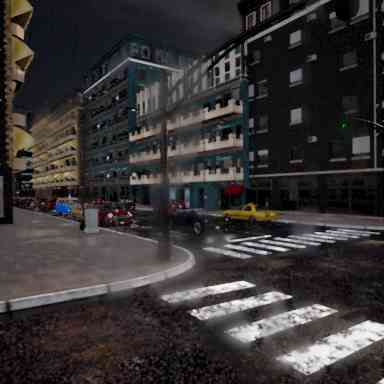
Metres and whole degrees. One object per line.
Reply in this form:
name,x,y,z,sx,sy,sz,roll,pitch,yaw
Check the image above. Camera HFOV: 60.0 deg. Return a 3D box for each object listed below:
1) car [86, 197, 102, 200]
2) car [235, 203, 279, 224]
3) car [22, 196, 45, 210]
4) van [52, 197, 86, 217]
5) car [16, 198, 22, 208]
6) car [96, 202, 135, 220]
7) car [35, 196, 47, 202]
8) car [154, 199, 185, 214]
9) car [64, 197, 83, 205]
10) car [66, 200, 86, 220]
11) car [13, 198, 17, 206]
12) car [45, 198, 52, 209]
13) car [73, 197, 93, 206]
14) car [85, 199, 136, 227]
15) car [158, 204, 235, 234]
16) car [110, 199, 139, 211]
car,-15.073,1.498,51.328,1.967,1.590,4.097,-1,1,-35
car,4.108,1.494,24.431,1.752,1.417,4.829,-1,1,-35
car,-21.896,1.626,46.464,1.967,1.590,4.097,-1,1,-35
van,-12.258,1.481,32.945,1.690,1.788,3.998,-1,1,-35
car,-25.107,1.768,50.971,1.947,1.339,4.313,-1,1,-35
car,-6.980,1.649,30.015,1.994,1.385,4.181,-1,0,-35
car,-37.562,1.724,82.873,1.887,1.381,4.507,-1,1,-35
car,-2.221,1.437,33.304,1.967,1.590,4.097,-1,1,-35
car,-21.497,1.641,60.342,2.008,1.369,4.403,-1,1,-35
car,-8.944,1.650,28.302,1.752,1.417,4.829,-1,1,-35
car,-31.533,1.780,59.984,1.887,1.381,4.507,-1,1,-35
car,-18.432,1.616,46.186,1.882,1.535,5.008,-1,0,-35
car,-18.284,1.640,55.835,1.947,1.339,4.313,-1,1,-35
car,-5.831,1.551,23.935,1.967,1.590,4.097,-1,1,-35
car,0.135,1.655,20.031,1.895,1.301,4.718,-1,0,-35
car,-8.645,1.578,42.317,2.008,1.369,4.403,-1,1,-35
